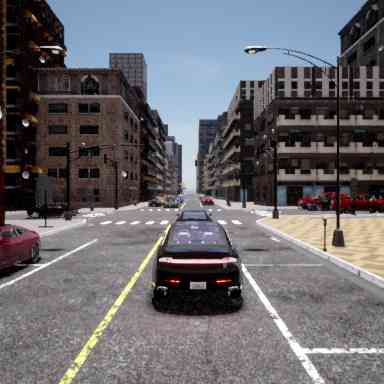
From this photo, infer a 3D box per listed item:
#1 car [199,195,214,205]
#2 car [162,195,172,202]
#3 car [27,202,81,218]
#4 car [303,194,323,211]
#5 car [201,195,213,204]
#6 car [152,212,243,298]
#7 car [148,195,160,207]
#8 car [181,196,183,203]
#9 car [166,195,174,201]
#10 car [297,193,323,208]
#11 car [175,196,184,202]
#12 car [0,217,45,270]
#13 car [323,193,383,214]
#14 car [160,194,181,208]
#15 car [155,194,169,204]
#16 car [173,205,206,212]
[{"bbox_3d":[2.748,1.458,56.976,1.967,1.590,4.097,0,0,0],"label":"car"},{"bbox_3d":[-5.613,1.471,74.031,1.967,1.590,4.097,0,0,0],"label":"car"},{"bbox_3d":[-13.004,1.726,31.478,4.892,1.490,1.837,-1,0,3],"label":"car"},{"bbox_3d":[14.603,1.230,35.024,4.674,1.442,1.812,-1,0,0],"label":"car"},{"bbox_3d":[2.755,1.462,62.659,1.967,1.590,4.097,0,0,0],"label":"car"},{"bbox_3d":[0.111,1.491,8.484,2.128,1.511,4.902,0,0,0],"label":"car"},{"bbox_3d":[-5.637,1.581,51.301,1.947,1.339,4.313,0,0,0],"label":"car"},{"bbox_3d":[-3.019,1.620,58.181,1.895,1.301,4.718,0,0,0],"label":"car"},{"bbox_3d":[-5.601,1.481,85.396,1.967,1.590,4.097,0,0,0],"label":"car"},{"bbox_3d":[14.598,1.015,37.595,5.009,1.841,2.192,-1,1,0],"label":"car"},{"bbox_3d":[-2.917,1.572,79.118,2.033,1.411,5.357,0,0,0],"label":"car"},{"bbox_3d":[-5.732,1.582,9.277,1.802,1.307,4.206,0,0,0],"label":"car"},{"bbox_3d":[14.724,1.029,29.217,5.009,1.841,2.192,-1,1,0],"label":"car"},{"bbox_3d":[-3.015,1.365,48.248,2.097,1.767,4.553,0,0,0],"label":"car"},{"bbox_3d":[-5.626,1.337,62.666,2.192,1.841,5.009,0,0,0],"label":"car"},{"bbox_3d":[0.116,1.565,17.099,1.994,1.385,4.181,0,0,0],"label":"car"}]
